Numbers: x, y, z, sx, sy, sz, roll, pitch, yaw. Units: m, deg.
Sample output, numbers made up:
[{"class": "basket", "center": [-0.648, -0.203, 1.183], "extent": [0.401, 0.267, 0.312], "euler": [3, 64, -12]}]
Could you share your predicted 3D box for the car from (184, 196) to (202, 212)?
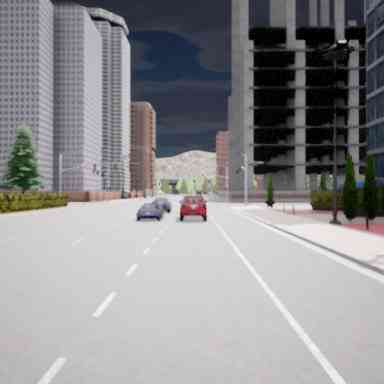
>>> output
[{"class": "car", "center": [0.104, 1.414, 41.043], "extent": [2.097, 1.767, 4.553], "euler": [0, 0, 0]}]

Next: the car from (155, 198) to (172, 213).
[{"class": "car", "center": [-3.395, 1.409, 37.662], "extent": [2.097, 1.767, 4.553], "euler": [0, 0, 0]}]

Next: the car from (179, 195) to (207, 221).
[{"class": "car", "center": [0.107, 1.265, 27.716], "extent": [2.150, 2.045, 5.566], "euler": [0, 0, -1]}]

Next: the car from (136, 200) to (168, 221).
[{"class": "car", "center": [-3.393, 1.606, 27.663], "extent": [1.994, 1.385, 4.181], "euler": [0, 0, 0]}]
